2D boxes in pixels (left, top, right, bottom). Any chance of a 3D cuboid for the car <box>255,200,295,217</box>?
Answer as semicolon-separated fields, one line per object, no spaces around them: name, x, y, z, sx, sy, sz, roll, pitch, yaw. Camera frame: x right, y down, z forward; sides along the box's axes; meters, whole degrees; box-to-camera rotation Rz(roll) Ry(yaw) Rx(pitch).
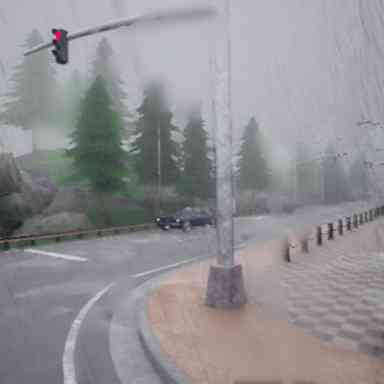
car;7.767;1.448;30.536;2.033;1.411;5.357;-1;0;37

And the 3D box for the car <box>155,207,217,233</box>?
car;-0.055;1.622;20.209;1.895;1.301;4.718;-1;0;37
